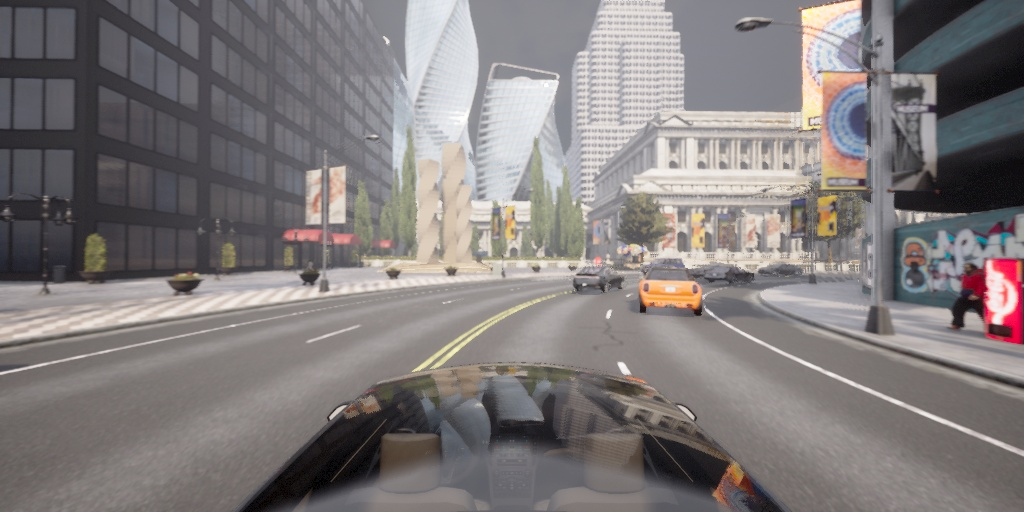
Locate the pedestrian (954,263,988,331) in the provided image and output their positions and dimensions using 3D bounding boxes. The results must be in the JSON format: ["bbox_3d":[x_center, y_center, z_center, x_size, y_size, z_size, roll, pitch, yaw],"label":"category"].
[{"bbox_3d":[11.365,0.987,8.827,0.375,1.860,0.375,0,0,15],"label":"pedestrian"}]

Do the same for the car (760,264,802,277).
[{"bbox_3d":[31.636,1.637,42.375,4.892,1.490,1.837,1,-1,-8],"label":"car"}]

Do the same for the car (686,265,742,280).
[{"bbox_3d":[20.007,1.597,35.555,5.357,1.411,2.033,0,-1,-23],"label":"car"}]

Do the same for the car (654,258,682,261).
[{"bbox_3d":[17.480,1.277,41.532,5.566,2.045,2.150,1,-1,-27],"label":"car"}]

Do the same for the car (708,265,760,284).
[{"bbox_3d":[17.945,1.539,29.559,5.357,1.411,2.033,1,0,-35],"label":"car"}]

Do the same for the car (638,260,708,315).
[{"bbox_3d":[6.244,1.203,14.459,2.097,1.767,4.553,0,0,20],"label":"car"}]

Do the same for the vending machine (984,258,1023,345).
[{"bbox_3d":[11.562,1.038,7.963,1.100,2.100,0.880,0,0,13],"label":"vending machine"}]

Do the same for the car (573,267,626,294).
[{"bbox_3d":[5.372,1.381,21.597,2.128,1.511,4.902,0,-1,35],"label":"car"}]
